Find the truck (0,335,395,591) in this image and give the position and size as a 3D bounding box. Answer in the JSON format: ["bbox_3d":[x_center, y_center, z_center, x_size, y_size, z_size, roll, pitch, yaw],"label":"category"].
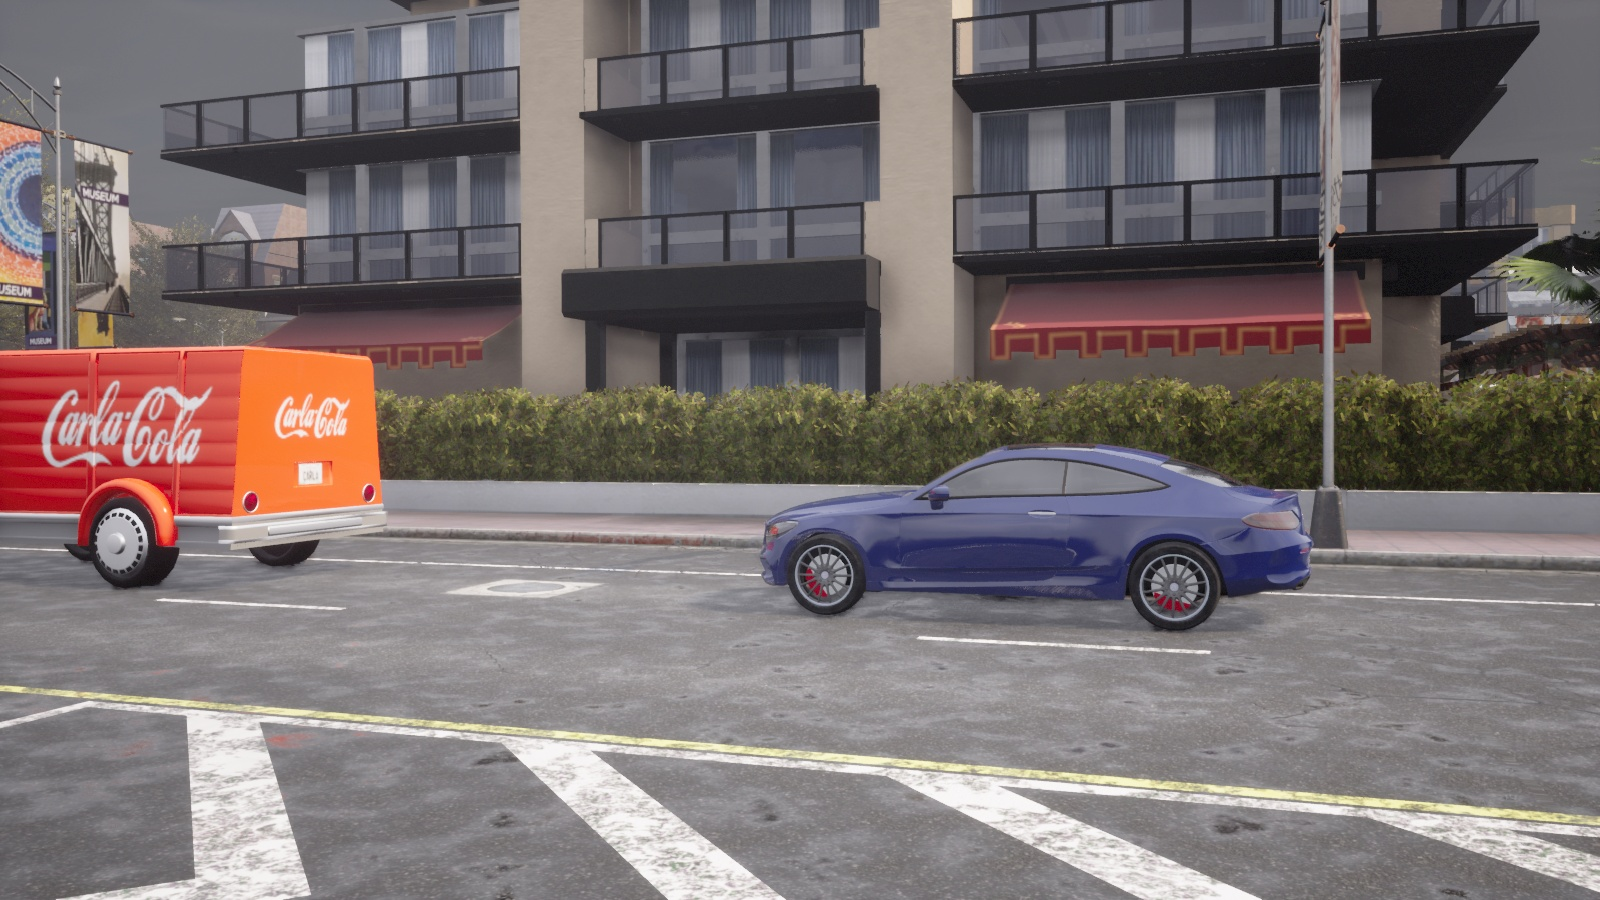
[{"bbox_3d":[-7.581,0.085,14.149,5.204,2.467,2.627,1,1,19],"label":"truck"}]

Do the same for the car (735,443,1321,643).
[{"bbox_3d":[1.945,0.684,10.949,4.674,1.442,1.812,1,1,18],"label":"car"}]
